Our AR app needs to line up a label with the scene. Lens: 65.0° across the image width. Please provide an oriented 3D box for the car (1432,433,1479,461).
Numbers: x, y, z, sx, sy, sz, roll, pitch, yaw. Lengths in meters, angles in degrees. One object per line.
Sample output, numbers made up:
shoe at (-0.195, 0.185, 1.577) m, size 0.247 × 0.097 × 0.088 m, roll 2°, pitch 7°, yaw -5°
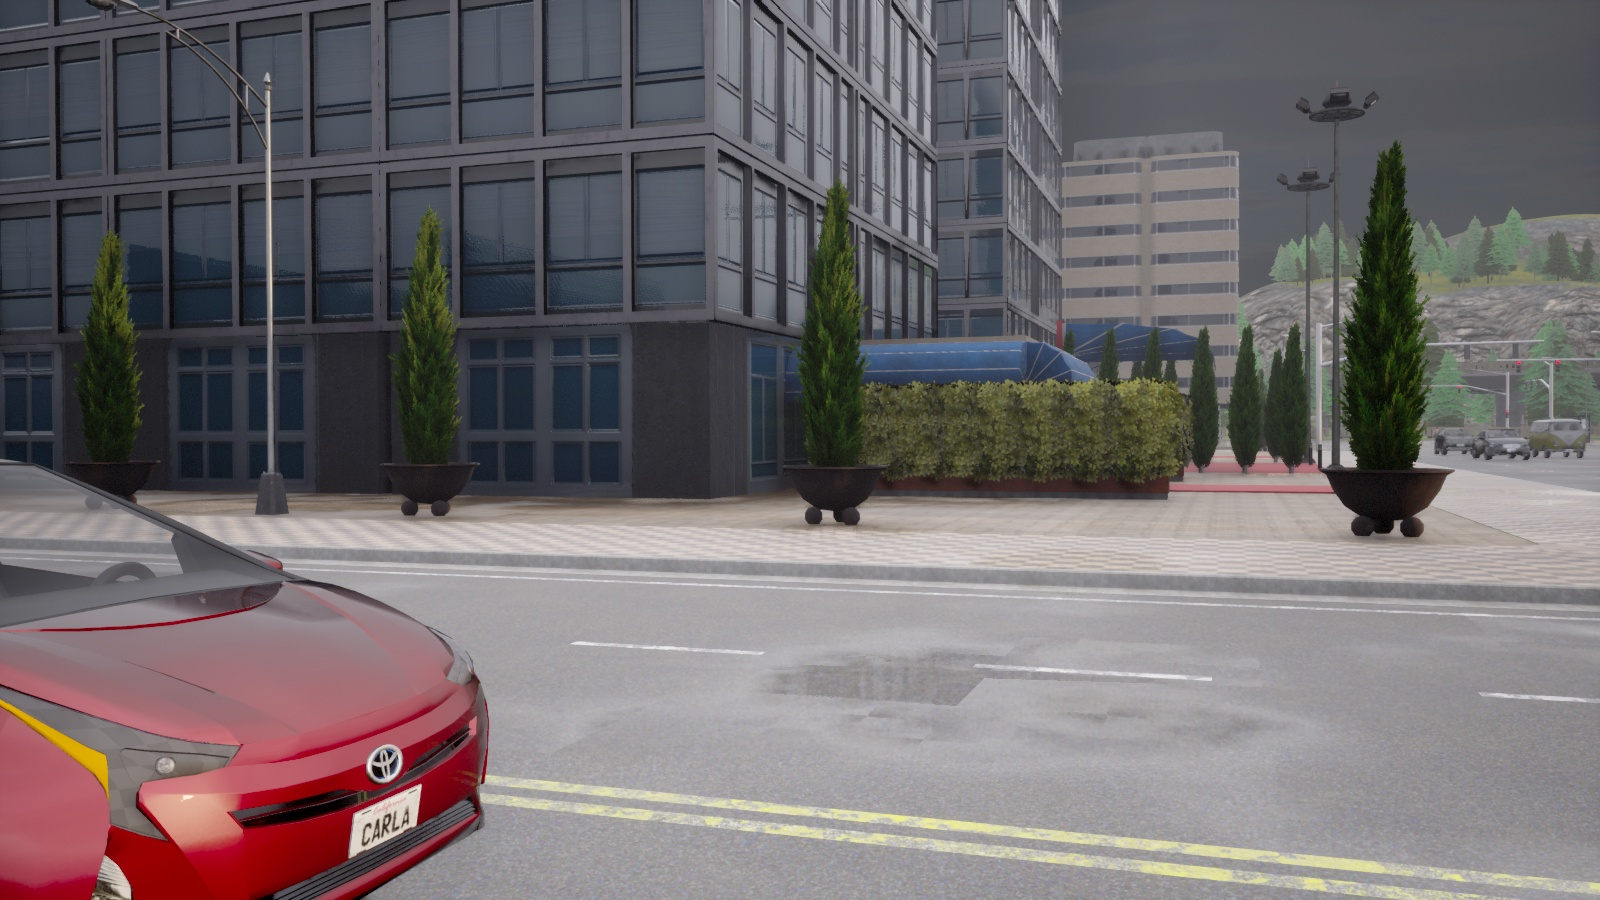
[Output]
car at (37.512, -0.205, 71.886) m, size 1.789 × 1.549 × 3.705 m, roll 1°, pitch 1°, yaw 18°

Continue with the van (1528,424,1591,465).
van at (38.565, -0.299, 63.892) m, size 1.775 × 1.987 × 4.442 m, roll 1°, pitch 1°, yaw 18°

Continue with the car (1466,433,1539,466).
car at (33.760, -0.059, 60.494) m, size 2.128 × 1.511 × 4.902 m, roll 1°, pitch 1°, yaw 18°

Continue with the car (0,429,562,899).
car at (-3.322, 0.692, 4.311) m, size 4.514 × 1.525 × 2.007 m, roll 1°, pitch 1°, yaw 19°
